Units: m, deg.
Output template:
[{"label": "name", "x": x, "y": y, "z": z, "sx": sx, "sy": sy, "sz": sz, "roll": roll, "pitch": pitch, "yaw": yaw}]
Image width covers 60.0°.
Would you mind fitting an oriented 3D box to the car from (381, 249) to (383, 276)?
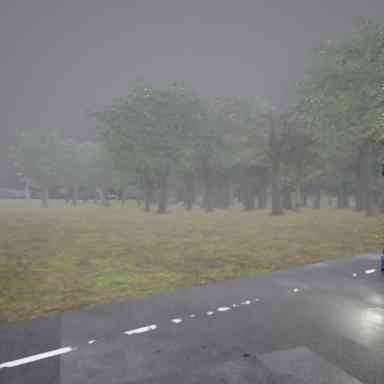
[{"label": "car", "x": 6.967, "y": 1.534, "z": 8.840, "sx": 5.008, "sy": 1.535, "sz": 1.882, "roll": 0, "pitch": 0, "yaw": -35}]
